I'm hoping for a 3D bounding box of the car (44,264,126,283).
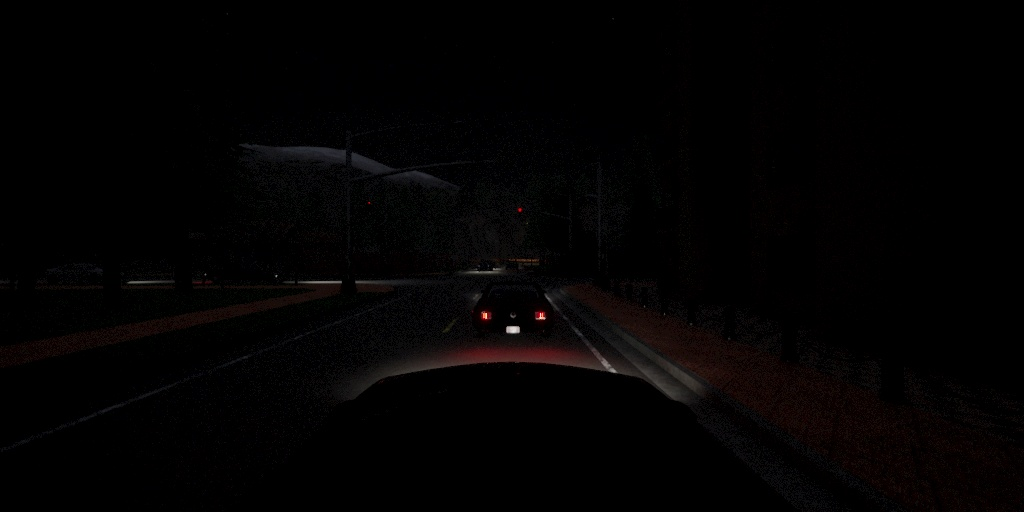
[{"bbox_3d":[-31.781,1.285,26.717,4.674,1.442,1.812,0,0,-1],"label":"car"}]

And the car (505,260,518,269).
[{"bbox_3d":[-0.027,1.291,55.796,2.128,1.511,4.902,0,0,0],"label":"car"}]

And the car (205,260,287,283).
[{"bbox_3d":[-20.242,1.251,27.002,4.902,1.511,2.128,0,0,-1],"label":"car"}]

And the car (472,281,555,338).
[{"bbox_3d":[0.042,1.359,10.211,1.895,1.301,4.718,0,0,0],"label":"car"}]

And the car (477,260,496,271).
[{"bbox_3d":[-3.692,1.272,49.811,1.882,1.535,5.008,0,0,0],"label":"car"}]
